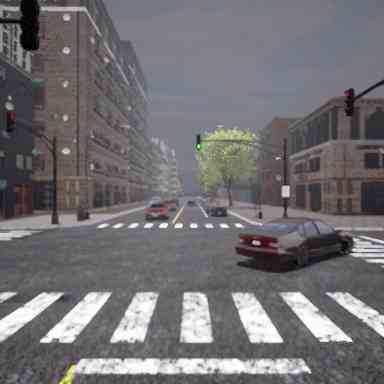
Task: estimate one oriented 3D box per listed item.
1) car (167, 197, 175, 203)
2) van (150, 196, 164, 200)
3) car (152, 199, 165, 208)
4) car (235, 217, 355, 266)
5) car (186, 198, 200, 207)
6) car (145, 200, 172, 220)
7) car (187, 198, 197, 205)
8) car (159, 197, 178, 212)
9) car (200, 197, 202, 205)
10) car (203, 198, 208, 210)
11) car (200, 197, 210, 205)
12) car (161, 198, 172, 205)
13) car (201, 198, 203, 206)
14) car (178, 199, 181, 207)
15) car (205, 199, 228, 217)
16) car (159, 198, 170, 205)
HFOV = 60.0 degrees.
[{"bbox_3d":[-5.705,2.182,91.156,1.752,1.417,4.829,0,0,0],"label":"car"},{"bbox_3d":[-5.699,1.679,51.450,1.690,1.788,3.998,0,0,0],"label":"van"},{"bbox_3d":[-5.700,1.962,57.146,1.802,1.307,4.206,0,0,0],"label":"car"},{"bbox_3d":[3.848,1.619,11.861,5.357,1.411,2.033,1,-1,-42],"label":"car"},{"bbox_3d":[-0.008,1.902,61.124,2.128,1.511,4.902,0,0,0],"label":"car"},{"bbox_3d":[-3.075,1.712,30.054,1.812,1.442,4.674,0,0,0],"label":"car"},{"bbox_3d":[-0.010,1.958,71.547,1.994,1.385,4.181,0,0,0],"label":"car"},{"bbox_3d":[-3.086,1.812,44.226,1.812,1.442,4.674,0,0,-2],"label":"car"},{"bbox_3d":[2.680,1.974,62.842,2.008,1.369,4.403,0,0,0],"label":"car"},{"bbox_3d":[2.684,1.697,40.056,1.967,1.590,4.097,0,0,0],"label":"car"},{"bbox_3d":[2.679,1.909,68.539,1.967,1.590,4.097,0,0,0],"label":"car"},{"bbox_3d":[-5.702,2.066,74.235,2.008,1.369,4.403,0,0,0],"label":"car"},{"bbox_3d":[2.682,1.737,45.752,1.967,1.590,4.097,0,0,0],"label":"car"},{"bbox_3d":[-3.058,1.892,58.113,1.837,1.490,4.892,0,0,1],"label":"car"},{"bbox_3d":[2.684,1.767,34.358,2.008,1.369,4.403,0,0,0],"label":"car"},{"bbox_3d":[-5.701,2.035,68.539,1.947,1.339,4.313,0,0,0],"label":"car"}]
